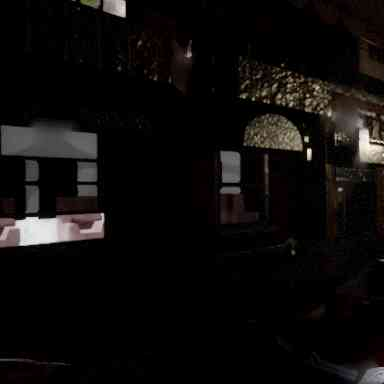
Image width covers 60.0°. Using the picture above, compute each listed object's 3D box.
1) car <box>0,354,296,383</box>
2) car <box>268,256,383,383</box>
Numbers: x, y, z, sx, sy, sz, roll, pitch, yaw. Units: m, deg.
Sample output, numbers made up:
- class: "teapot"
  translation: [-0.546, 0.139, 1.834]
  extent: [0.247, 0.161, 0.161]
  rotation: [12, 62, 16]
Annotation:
- class: "car"
  translation: [-1.709, 1.581, 1.237]
  extent: [4.206, 1.307, 1.802]
  rotation: [0, -1, -35]
- class: "car"
  translation: [2.869, 1.587, 4.466]
  extent: [4.206, 1.307, 1.802]
  rotation: [0, -1, -35]
